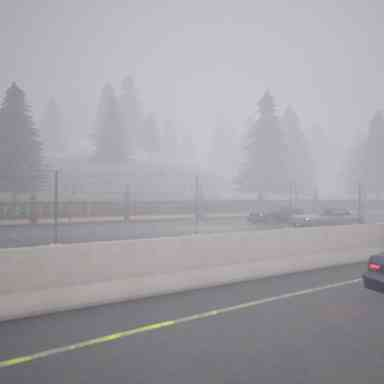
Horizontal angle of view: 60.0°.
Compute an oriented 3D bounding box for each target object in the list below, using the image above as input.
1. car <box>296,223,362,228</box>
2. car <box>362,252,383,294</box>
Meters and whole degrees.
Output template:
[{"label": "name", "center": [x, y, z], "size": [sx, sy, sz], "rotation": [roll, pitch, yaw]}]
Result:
[{"label": "car", "center": [8.187, 1.649, 20.424], "size": [4.718, 1.301, 1.895], "rotation": [0, 0, -25]}, {"label": "car", "center": [6.135, 1.584, 7.399], "size": [5.357, 1.411, 2.033], "rotation": [0, 0, -29]}]
